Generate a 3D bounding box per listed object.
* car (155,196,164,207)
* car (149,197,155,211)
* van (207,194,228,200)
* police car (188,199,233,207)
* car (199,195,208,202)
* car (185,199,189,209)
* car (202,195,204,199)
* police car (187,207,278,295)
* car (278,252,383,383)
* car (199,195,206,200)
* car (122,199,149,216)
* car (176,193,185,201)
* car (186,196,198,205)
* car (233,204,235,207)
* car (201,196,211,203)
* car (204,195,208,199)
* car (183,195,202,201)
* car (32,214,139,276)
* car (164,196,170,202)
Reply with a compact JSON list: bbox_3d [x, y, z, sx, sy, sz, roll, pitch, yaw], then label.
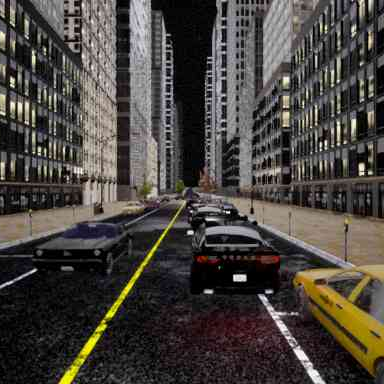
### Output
[{"bbox_3d":[-5.666,1.424,49.745,1.967,1.590,4.097,0,0,0],"label":"car"},{"bbox_3d":[-5.672,1.571,38.360,1.802,1.307,4.206,0,0,0],"label":"car"},{"bbox_3d":[2.704,1.332,32.648,1.690,1.788,3.998,0,0,0],"label":"van"},{"bbox_3d":[0.911,1.421,18.878,1.930,1.638,5.238,0,0,0],"label":"police car"},{"bbox_3d":[2.732,1.514,78.186,2.008,1.369,4.403,0,0,0],"label":"car"},{"bbox_3d":[0.708,1.500,24.831,1.837,1.490,4.892,0,0,4],"label":"car"},{"bbox_3d":[2.719,1.563,55.417,1.802,1.307,4.206,0,0,0],"label":"car"},{"bbox_3d":[0.905,1.424,8.878,1.930,1.638,5.238,0,0,0],"label":"police car"},{"bbox_3d":[2.689,1.525,4.358,1.752,1.417,4.829,0,0,0],"label":"car"},{"bbox_3d":[2.738,1.535,89.572,1.802,1.307,4.206,0,0,0],"label":"car"},{"bbox_3d":[-5.675,1.516,32.498,1.752,1.417,4.829,0,0,0],"label":"car"},{"bbox_3d":[-2.952,1.180,83.911,2.150,2.045,5.566,0,0,0],"label":"car"},{"bbox_3d":[0.034,1.525,59.910,2.033,1.411,5.357,0,0,0],"label":"car"},{"bbox_3d":[2.702,1.559,26.956,1.947,1.339,4.313,0,0,0],"label":"car"},{"bbox_3d":[2.725,1.518,66.802,1.887,1.381,4.507,0,0,0],"label":"car"},{"bbox_3d":[2.708,1.429,38.341,1.967,1.590,4.097,0,0,0],"label":"car"},{"bbox_3d":[0.035,1.511,45.944,1.812,1.442,4.674,0,0,0],"label":"car"},{"bbox_3d":[-3.094,1.599,10.467,1.895,1.301,4.718,0,0,0],"label":"car"},{"bbox_3d":[-5.652,1.534,72.511,1.947,1.339,4.313,0,0,0],"label":"car"}]
